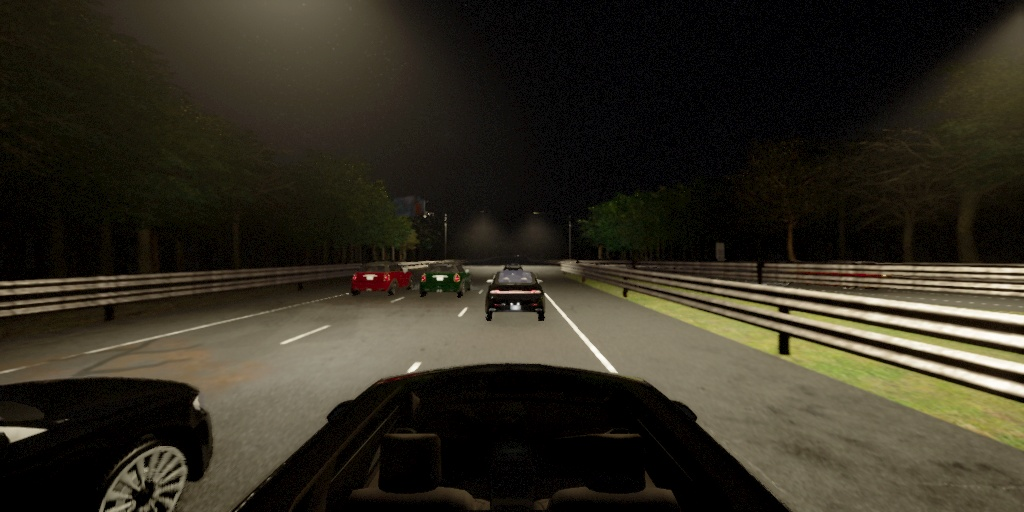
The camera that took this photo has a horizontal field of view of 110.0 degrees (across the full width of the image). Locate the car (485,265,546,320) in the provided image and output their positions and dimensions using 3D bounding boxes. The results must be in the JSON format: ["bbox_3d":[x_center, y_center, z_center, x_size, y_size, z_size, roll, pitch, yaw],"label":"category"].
[{"bbox_3d":[0.104,1.246,12.562,2.128,1.511,4.902,0,0,0],"label":"car"}]

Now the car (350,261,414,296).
[{"bbox_3d":[-6.893,1.115,19.541,2.097,1.767,4.553,0,0,0],"label":"car"}]

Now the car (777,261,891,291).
[{"bbox_3d":[16.793,0.987,19.052,2.163,1.488,4.792,0,0,-16],"label":"car"}]

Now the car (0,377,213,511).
[{"bbox_3d":[-3.400,1.240,0.971,2.128,1.511,4.902,0,0,0],"label":"car"}]

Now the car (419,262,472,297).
[{"bbox_3d":[-3.394,1.114,19.035,2.097,1.767,4.553,0,0,0],"label":"car"}]
